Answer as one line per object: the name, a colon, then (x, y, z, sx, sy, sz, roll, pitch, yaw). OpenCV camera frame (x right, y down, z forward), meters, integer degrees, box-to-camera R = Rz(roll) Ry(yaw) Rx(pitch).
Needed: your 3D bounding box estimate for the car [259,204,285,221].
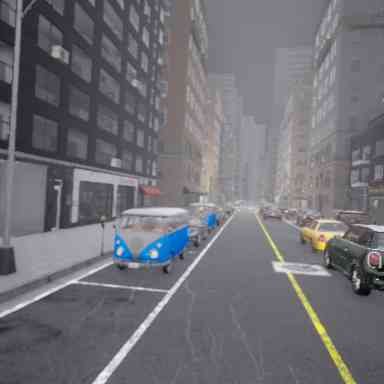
car: (9.164, 2.457, 38.174, 1.994, 1.385, 4.181, 3, -1, 10)

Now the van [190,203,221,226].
van: (0.653, 1.608, 21.463, 1.690, 1.788, 3.998, 3, -1, 9)

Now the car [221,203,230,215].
car: (2.422, 2.060, 32.316, 1.802, 1.307, 4.206, 3, -1, 9)

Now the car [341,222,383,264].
car: (8.152, 2.163, 14.645, 1.802, 1.307, 4.206, 3, -1, 9)

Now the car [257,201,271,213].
car: (11.010, 2.622, 49.659, 1.837, 1.490, 4.892, 3, -1, 9)

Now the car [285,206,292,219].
car: (12.606, 2.663, 41.785, 2.008, 1.369, 4.403, 3, -1, 9)

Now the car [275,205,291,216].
car: (14.387, 2.892, 52.640, 1.947, 1.339, 4.313, 3, -1, 9)

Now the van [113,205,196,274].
van: (-1.129, 1.397, 10.609, 1.690, 1.788, 3.998, 3, -1, 9)

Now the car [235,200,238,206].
car: (5.992, 2.346, 54.029, 1.967, 1.590, 4.097, 3, -1, 9)

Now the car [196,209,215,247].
car: (-0.249, 1.712, 16.033, 2.008, 1.369, 4.403, 3, -1, 9)

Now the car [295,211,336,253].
car: (6.370, 1.957, 15.816, 1.801, 1.575, 5.366, 3, -1, 9)

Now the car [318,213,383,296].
car: (5.368, 1.734, 9.681, 2.097, 1.767, 4.553, 3, -1, 9)

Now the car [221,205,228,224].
car: (1.532, 1.938, 26.888, 1.947, 1.339, 4.313, 3, -1, 9)

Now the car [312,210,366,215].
car: (9.055, 2.002, 20.076, 2.192, 1.841, 5.009, 3, -1, 9)

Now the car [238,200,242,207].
car: (12.023, 3.245, 90.627, 1.802, 1.307, 4.206, 3, -1, 9)

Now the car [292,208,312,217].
car: (10.831, 2.339, 30.930, 1.967, 1.590, 4.097, 3, -1, 9)

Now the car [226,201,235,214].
car: (4.204, 2.257, 43.171, 1.947, 1.339, 4.313, 3, -1, 9)

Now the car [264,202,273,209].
car: (20.429, 3.524, 89.229, 1.967, 1.590, 4.097, 3, -1, 9)
